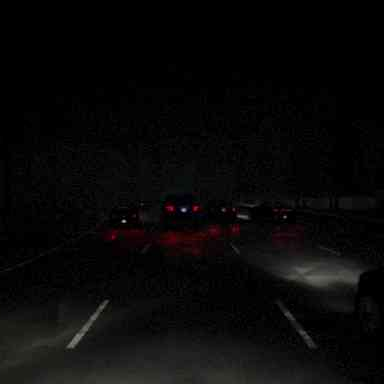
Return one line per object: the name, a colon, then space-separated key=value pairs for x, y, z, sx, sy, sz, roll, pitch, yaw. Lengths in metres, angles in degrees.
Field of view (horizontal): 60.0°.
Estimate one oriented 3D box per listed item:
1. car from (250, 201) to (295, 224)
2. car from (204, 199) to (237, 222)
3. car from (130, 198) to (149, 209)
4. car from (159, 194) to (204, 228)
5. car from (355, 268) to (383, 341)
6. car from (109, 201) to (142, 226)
car: x=5.721 y=1.433 z=24.299 sx=2.128 sy=1.511 sz=4.902 roll=0 pitch=0 yaw=-10
car: x=1.899 y=1.291 z=25.777 sx=2.097 sy=1.767 sz=4.553 roll=0 pitch=0 yaw=-10
car: x=-6.944 y=1.465 z=42.776 sx=1.994 sy=1.385 sz=4.181 roll=0 pitch=0 yaw=-24
car: x=-0.922 y=1.166 z=22.269 sx=2.150 sy=2.045 sz=5.566 roll=0 pitch=0 yaw=-9
car: x=3.601 y=1.482 z=3.584 sx=2.128 sy=1.511 sz=4.902 roll=0 pitch=0 yaw=0
car: x=-4.630 y=1.547 z=23.002 sx=1.895 sy=1.301 sz=4.718 roll=0 pitch=0 yaw=-10
